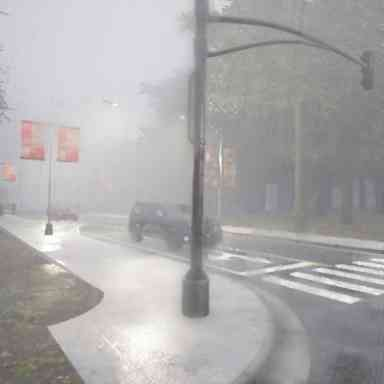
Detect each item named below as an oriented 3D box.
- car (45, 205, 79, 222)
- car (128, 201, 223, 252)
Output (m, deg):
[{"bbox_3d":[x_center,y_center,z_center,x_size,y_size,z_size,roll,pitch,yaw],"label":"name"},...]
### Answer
[{"bbox_3d":[-12.105,2.113,31.212,1.895,1.301,4.718,2,-2,-35],"label":"car"},{"bbox_3d":[-1.002,1.448,15.532,2.150,2.045,5.566,2,-2,-37],"label":"car"}]
